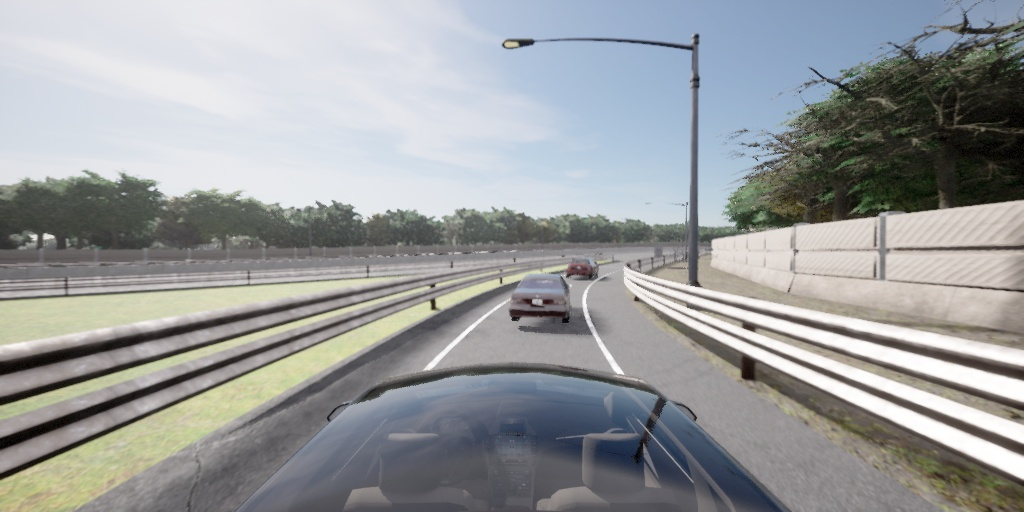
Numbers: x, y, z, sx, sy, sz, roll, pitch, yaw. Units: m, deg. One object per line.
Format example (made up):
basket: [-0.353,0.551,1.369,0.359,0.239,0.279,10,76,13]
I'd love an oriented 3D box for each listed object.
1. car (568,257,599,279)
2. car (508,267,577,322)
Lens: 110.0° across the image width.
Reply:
car: [6.118,0.901,30.642,2.097,1.767,4.553,1,1,21]
car: [1.092,1.314,12.499,2.033,1.411,5.357,0,0,9]
